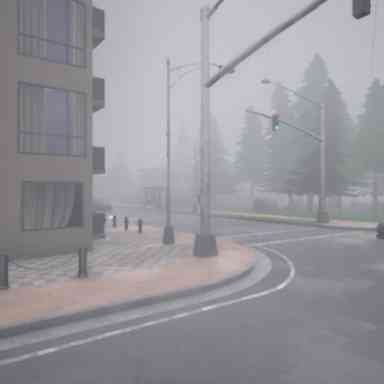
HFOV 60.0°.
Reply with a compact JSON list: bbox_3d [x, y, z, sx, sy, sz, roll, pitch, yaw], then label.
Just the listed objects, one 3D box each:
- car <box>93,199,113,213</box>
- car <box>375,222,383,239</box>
[{"bbox_3d":[-10.076,1.445,35.513,1.882,1.535,5.008,0,0,-35],"label":"car"},{"bbox_3d":[9.888,1.470,13.074,1.837,1.490,4.892,0,0,-35],"label":"car"}]
